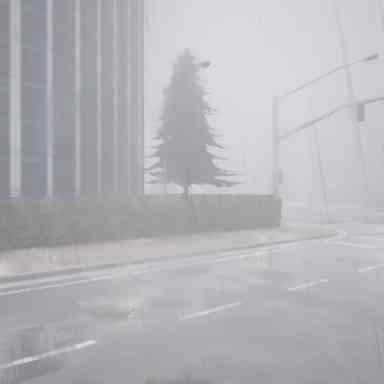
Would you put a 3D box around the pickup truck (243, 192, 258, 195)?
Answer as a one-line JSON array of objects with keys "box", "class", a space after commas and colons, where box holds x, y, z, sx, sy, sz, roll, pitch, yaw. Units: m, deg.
[{"box": [11.668, 0.982, 65.620, 2.390, 2.098, 6.274, 0, 0, -6], "class": "pickup truck"}]
